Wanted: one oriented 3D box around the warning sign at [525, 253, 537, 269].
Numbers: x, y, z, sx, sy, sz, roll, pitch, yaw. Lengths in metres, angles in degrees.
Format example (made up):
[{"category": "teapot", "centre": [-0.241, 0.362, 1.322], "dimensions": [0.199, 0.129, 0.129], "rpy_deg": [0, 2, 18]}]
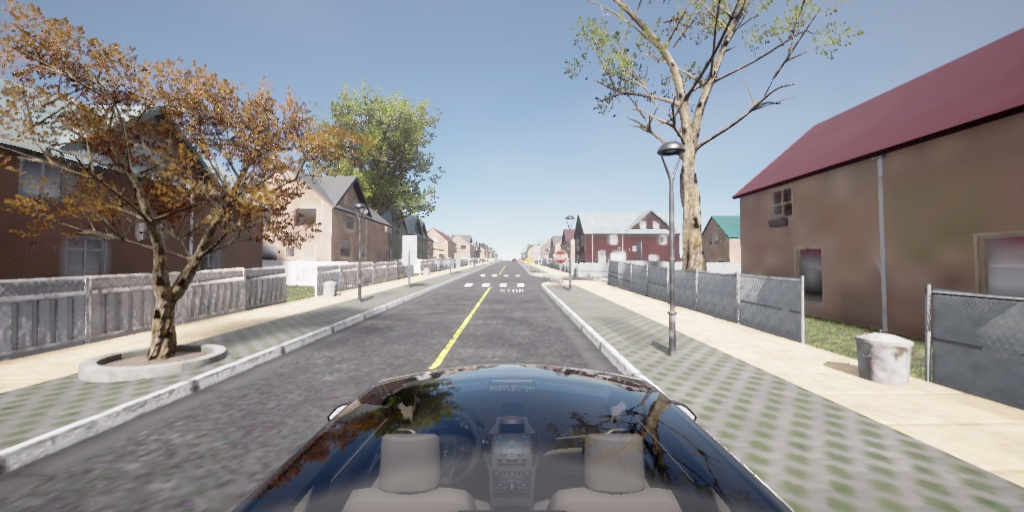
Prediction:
[{"category": "warning sign", "centre": [2.518, 0.904, 50.923], "dimensions": [1.300, 1.860, 1.060], "rpy_deg": [0, 0, 0]}]
